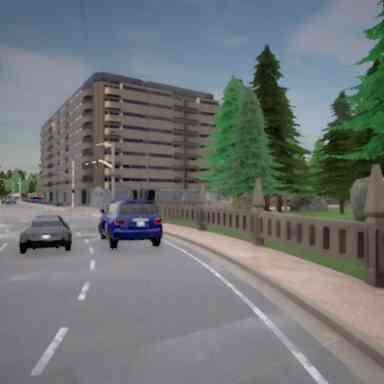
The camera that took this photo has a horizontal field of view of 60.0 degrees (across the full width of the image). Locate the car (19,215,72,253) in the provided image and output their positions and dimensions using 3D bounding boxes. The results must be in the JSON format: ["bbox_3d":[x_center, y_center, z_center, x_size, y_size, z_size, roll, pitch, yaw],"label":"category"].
[{"bbox_3d":[-6.388,1.710,14.651,1.994,1.385,4.181,0,-1,-22],"label":"car"}]

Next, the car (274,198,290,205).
[{"bbox_3d":[18.566,1.949,67.634,4.553,1.767,2.097,0,-1,-33],"label":"car"}]

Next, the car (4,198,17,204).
[{"bbox_3d":[-43.707,2.309,80.519,1.994,1.385,4.181,0,-1,-33],"label":"car"}]

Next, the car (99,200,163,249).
[{"bbox_3d":[-3.000,1.368,15.673,2.150,2.045,5.566,0,0,-21],"label":"car"}]
